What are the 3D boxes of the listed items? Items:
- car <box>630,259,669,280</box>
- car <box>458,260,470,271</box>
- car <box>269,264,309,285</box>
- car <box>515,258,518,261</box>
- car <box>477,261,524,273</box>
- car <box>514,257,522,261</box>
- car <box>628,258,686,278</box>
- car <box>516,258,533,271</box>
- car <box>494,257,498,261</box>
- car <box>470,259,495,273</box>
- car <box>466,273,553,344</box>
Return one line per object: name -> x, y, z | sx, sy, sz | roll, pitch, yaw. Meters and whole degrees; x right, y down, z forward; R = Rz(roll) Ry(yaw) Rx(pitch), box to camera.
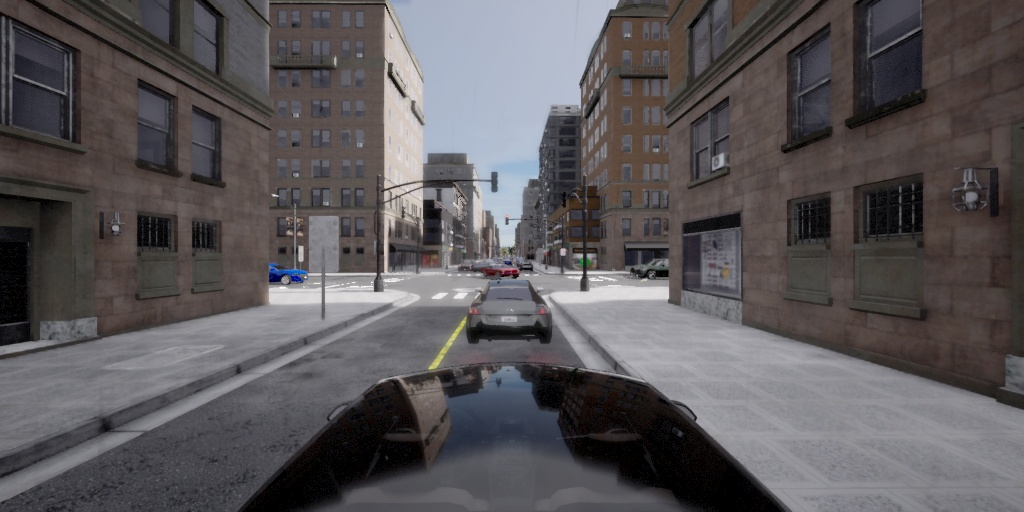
car -> 12.729, 1.052, 30.076 | 4.553, 1.767, 2.097 | 0, 0, -1
car -> -6.125, 1.236, 48.643 | 1.967, 1.591, 4.097 | 0, 0, 0
car -> -17.584, 1.291, 26.219 | 5.008, 1.535, 1.882 | 0, 0, 1
car -> 1.809, 1.399, 59.730 | 1.802, 1.307, 4.207 | 0, 0, 0
car -> -1.103, 1.368, 32.128 | 1.895, 1.301, 4.718 | 0, 0, -28
car -> 1.764, 1.395, 65.240 | 1.948, 1.339, 4.313 | 0, 0, 0
car -> 13.377, 1.056, 33.336 | 4.553, 1.767, 2.097 | 0, 0, -1
car -> 1.899, 1.362, 48.708 | 1.948, 1.339, 4.313 | 0, 0, 0
car -> -3.657, 1.341, 58.419 | 1.812, 1.442, 4.674 | 0, 0, 0
car -> -3.604, 1.352, 44.057 | 1.994, 1.385, 4.181 | 0, 0, 2
car -> -0.071, 1.315, 9.636 | 1.994, 1.385, 4.181 | 0, 0, 0
